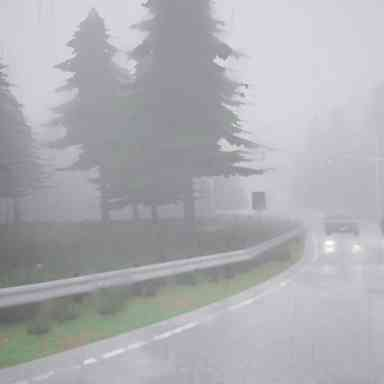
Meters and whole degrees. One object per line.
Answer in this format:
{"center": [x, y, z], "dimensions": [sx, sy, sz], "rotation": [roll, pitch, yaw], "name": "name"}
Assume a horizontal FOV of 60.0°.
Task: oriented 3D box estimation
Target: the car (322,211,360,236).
{"center": [9.699, 2.006, 21.823], "dimensions": [1.837, 1.490, 4.892], "rotation": [-2, -3, 19], "name": "car"}

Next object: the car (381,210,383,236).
{"center": [11.553, 1.516, 17.437], "dimensions": [2.150, 2.045, 5.566], "rotation": [-2, -2, 20], "name": "car"}
